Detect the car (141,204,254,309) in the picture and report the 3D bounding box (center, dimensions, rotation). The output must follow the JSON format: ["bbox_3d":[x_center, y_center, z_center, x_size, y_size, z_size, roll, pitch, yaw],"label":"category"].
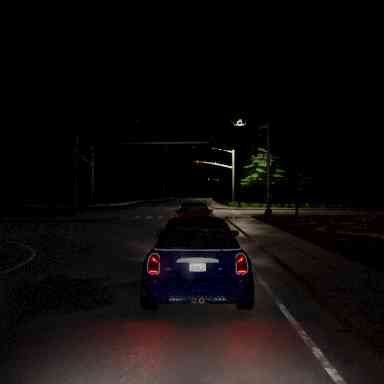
[{"bbox_3d":[0.101,1.347,7.999,2.097,1.767,4.553,0,0,0],"label":"car"}]

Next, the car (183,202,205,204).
[{"bbox_3d":[0.104,1.338,18.120,2.097,1.767,4.553,0,0,0],"label":"car"}]
